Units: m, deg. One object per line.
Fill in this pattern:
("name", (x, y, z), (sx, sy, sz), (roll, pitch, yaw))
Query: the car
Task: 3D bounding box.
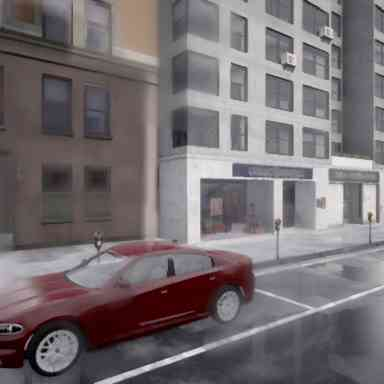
("car", (-0.920, 1.541, 5.532), (4.507, 1.381, 1.887), (0, 0, -35))
